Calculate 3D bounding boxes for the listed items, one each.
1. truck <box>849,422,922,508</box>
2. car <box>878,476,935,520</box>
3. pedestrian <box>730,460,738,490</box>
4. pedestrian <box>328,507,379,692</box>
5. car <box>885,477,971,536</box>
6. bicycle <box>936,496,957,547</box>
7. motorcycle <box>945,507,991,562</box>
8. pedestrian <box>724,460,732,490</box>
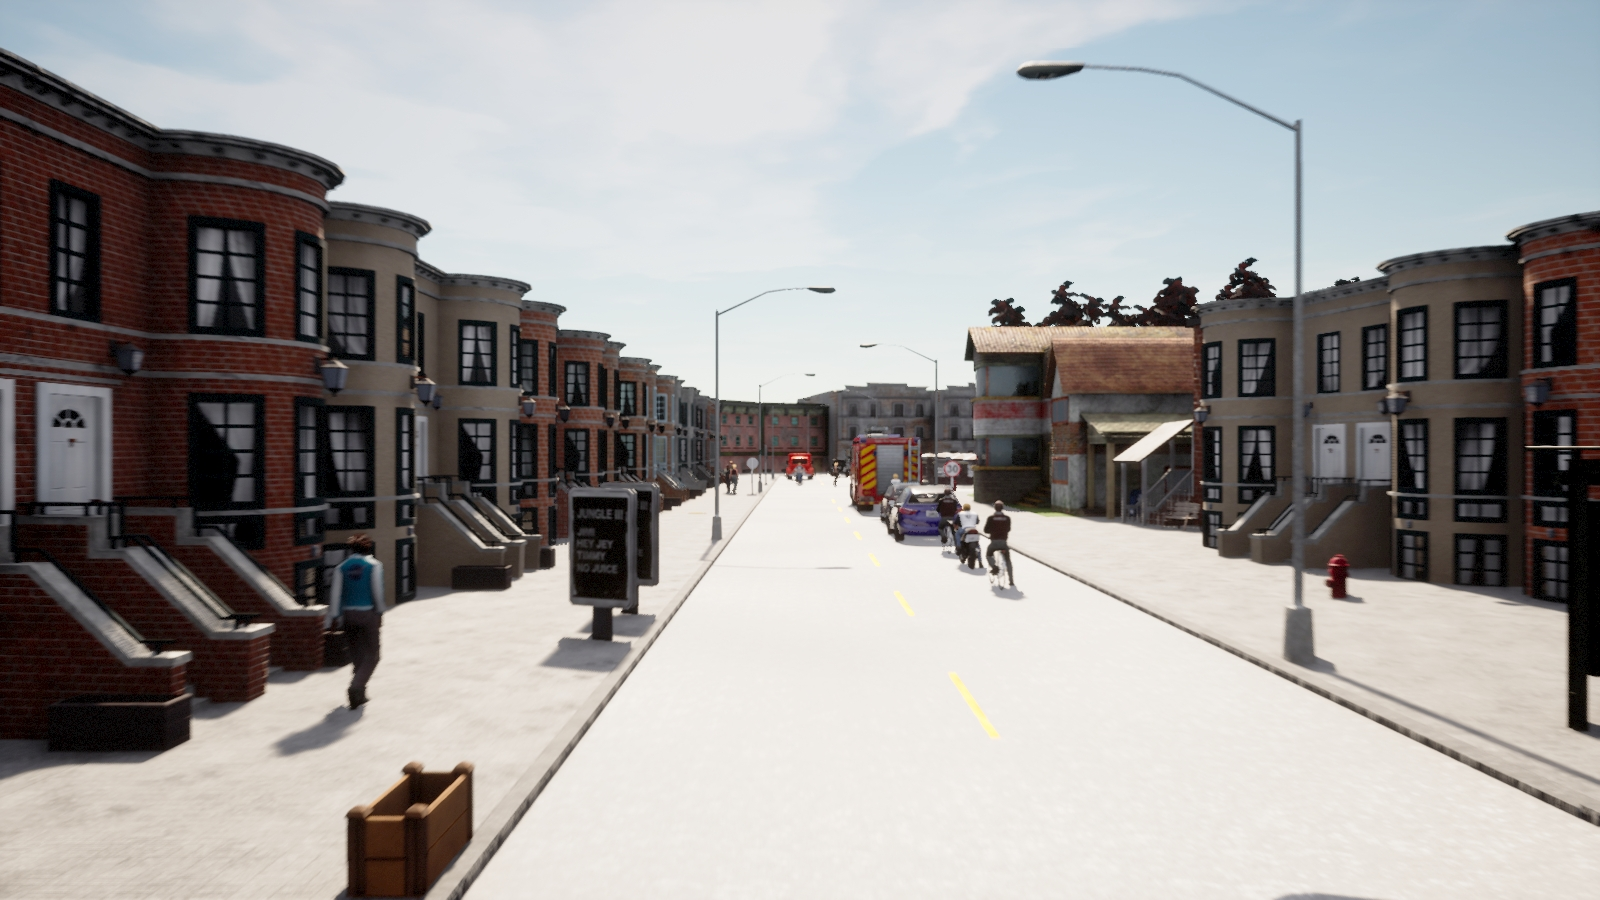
[{"bbox_3d":[3.981,0.671,55.117,2.891,3.827,8.468,0,0,0],"label":"truck"},{"bbox_3d":[3.995,1.800,43.458,1.789,1.549,3.705,0,0,0],"label":"car"},{"bbox_3d":[-4.015,1.523,69.519,0.375,1.860,0.375,0,0,14],"label":"pedestrian"},{"bbox_3d":[-4.603,1.525,11.794,0.375,1.860,0.375,0,0,2],"label":"pedestrian"},{"bbox_3d":[3.992,1.747,36.447,2.242,1.667,4.611,0,0,0],"label":"car"},{"bbox_3d":[3.985,1.940,31.195,0.329,1.271,1.835,0,0,0],"label":"bicycle"},{"bbox_3d":[3.993,1.993,27.283,0.803,1.145,2.033,0,0,0],"label":"motorcycle"},{"bbox_3d":[-4.454,1.524,70.625,0.375,1.860,0.375,0,0,10],"label":"pedestrian"}]
